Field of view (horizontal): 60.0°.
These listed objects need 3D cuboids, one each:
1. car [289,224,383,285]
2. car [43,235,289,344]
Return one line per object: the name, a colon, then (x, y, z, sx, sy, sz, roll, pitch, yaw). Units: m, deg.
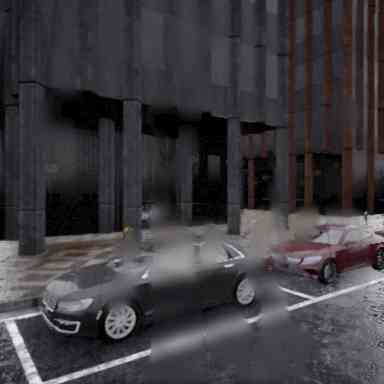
car: (4.009, 1.595, 9.501, 4.206, 1.307, 1.802, 0, 0, -35)
car: (-0.436, 1.556, 6.335, 4.403, 1.369, 2.008, 0, 0, -35)
